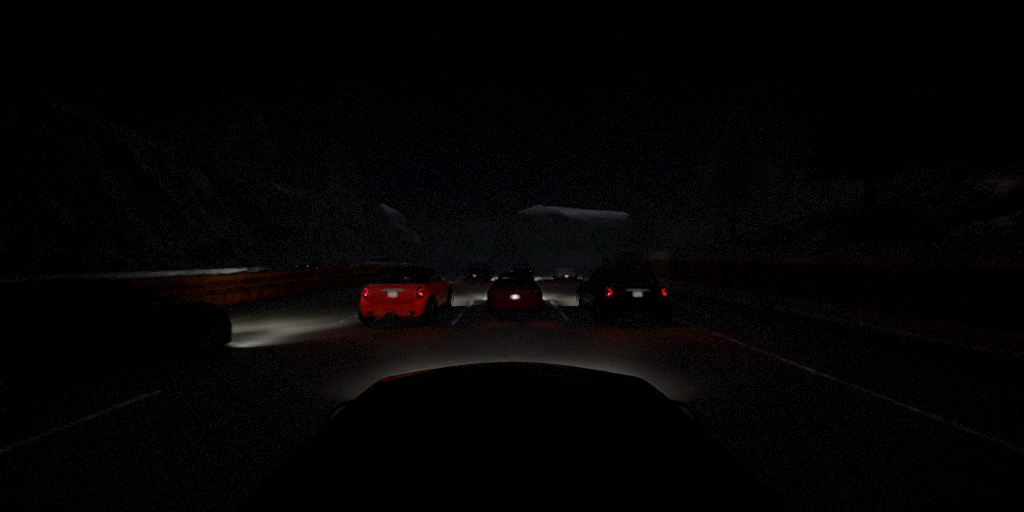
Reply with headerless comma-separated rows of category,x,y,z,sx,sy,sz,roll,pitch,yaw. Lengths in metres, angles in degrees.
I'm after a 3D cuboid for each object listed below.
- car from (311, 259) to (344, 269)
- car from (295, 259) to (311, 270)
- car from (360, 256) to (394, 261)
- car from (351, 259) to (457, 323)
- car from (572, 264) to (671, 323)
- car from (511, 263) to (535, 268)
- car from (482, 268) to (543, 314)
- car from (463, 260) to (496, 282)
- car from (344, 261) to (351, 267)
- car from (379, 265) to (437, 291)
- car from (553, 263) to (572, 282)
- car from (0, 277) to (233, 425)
car,-21.929,1.325,44.275,1.837,1.490,4.892,0,0,10
car,-25.222,1.177,45.685,2.097,1.767,4.553,0,0,11
car,-15.394,1.037,41.264,2.150,2.045,5.566,0,0,10
car,-3.396,1.119,12.352,2.097,1.767,4.553,0,0,0
car,3.603,1.118,12.360,2.097,1.767,4.553,0,0,0
car,0.891,1.320,29.681,1.812,1.442,4.674,0,0,6
car,0.111,1.333,13.901,1.994,1.385,4.181,0,0,0
car,-2.635,1.320,29.606,1.812,1.442,4.674,0,0,6
car,-18.260,1.173,44.875,2.097,1.767,4.553,0,0,11
car,-6.625,1.334,23.619,2.033,1.411,5.357,0,0,3
car,4.395,1.319,29.645,1.812,1.442,4.674,0,0,6
car,-6.930,1.109,5.652,2.097,1.767,4.553,0,0,0
